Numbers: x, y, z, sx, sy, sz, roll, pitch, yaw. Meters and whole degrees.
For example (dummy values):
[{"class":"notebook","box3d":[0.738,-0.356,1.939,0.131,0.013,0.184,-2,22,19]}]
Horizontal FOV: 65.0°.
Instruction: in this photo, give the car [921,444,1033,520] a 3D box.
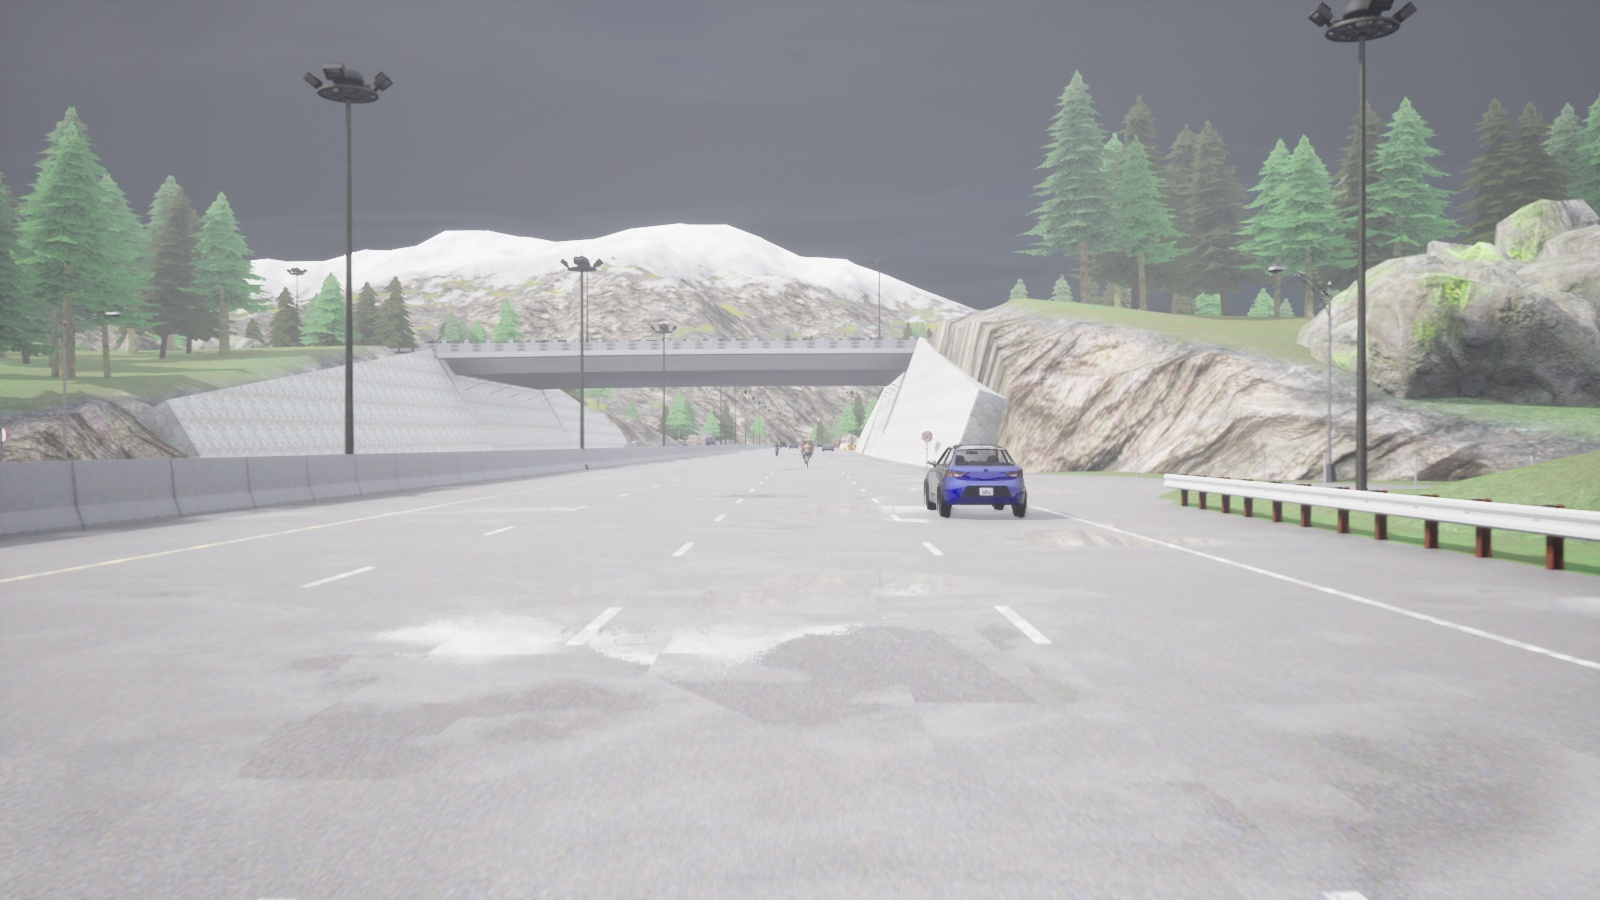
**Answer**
[{"class":"car","box3d":[3.667,0.613,26.693,1.816,1.474,4.193,0,0,0]}]
